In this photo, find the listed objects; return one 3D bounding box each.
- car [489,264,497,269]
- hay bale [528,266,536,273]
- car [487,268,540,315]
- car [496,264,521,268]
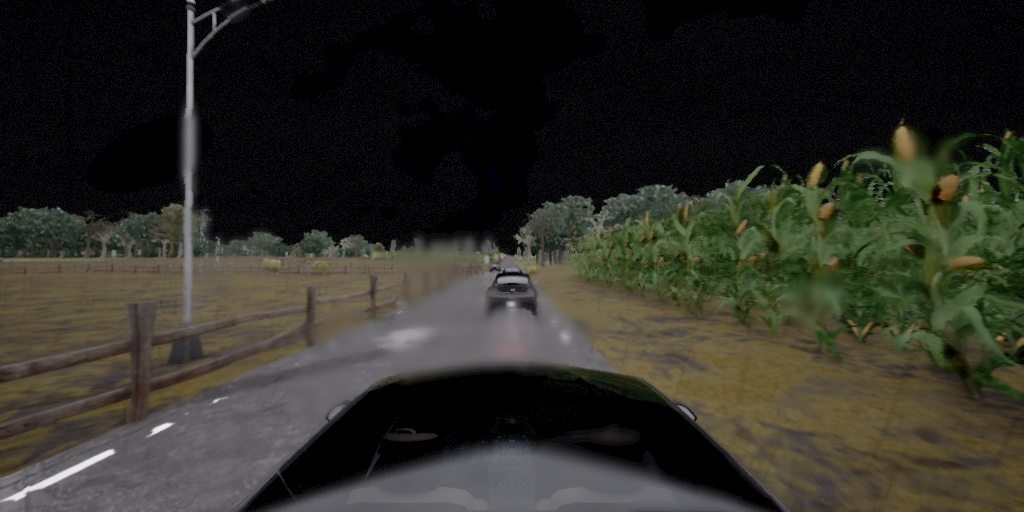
[{"bbox_3d":[-2.793,2.058,59.819,2.033,1.411,5.357,0,-1,1],"label":"car"},{"bbox_3d":[3.125,2.103,55.087,1.220,1.180,1.240,0,0,0],"label":"hay bale"},{"bbox_3d":[0.046,1.399,14.309,1.837,1.490,4.892,0,0,1],"label":"car"},{"bbox_3d":[0.046,1.578,29.320,2.128,1.511,4.902,0,-1,1],"label":"car"}]
